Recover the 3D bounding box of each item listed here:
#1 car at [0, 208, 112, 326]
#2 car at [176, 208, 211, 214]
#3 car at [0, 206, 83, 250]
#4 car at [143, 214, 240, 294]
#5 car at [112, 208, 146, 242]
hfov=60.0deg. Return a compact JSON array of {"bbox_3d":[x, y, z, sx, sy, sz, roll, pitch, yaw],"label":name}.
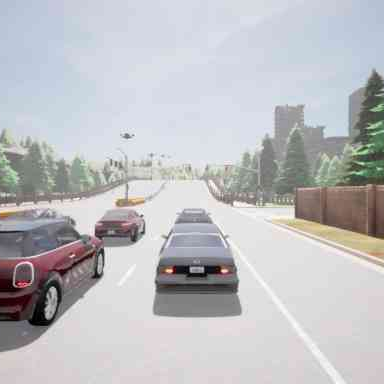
[{"bbox_3d":[-3.403,1.352,7.222,2.097,1.767,4.553,0,0,0],"label":"car"},{"bbox_3d":[0.096,1.564,18.168,1.994,1.385,4.181,0,0,0],"label":"car"},{"bbox_3d":[-6.905,1.492,15.293,2.128,1.511,4.902,0,0,0],"label":"car"},{"bbox_3d":[0.097,1.547,8.927,2.033,1.411,5.357,0,0,0],"label":"car"},{"bbox_3d":[-3.408,1.526,16.216,1.812,1.442,4.674,0,0,-1],"label":"car"}]
